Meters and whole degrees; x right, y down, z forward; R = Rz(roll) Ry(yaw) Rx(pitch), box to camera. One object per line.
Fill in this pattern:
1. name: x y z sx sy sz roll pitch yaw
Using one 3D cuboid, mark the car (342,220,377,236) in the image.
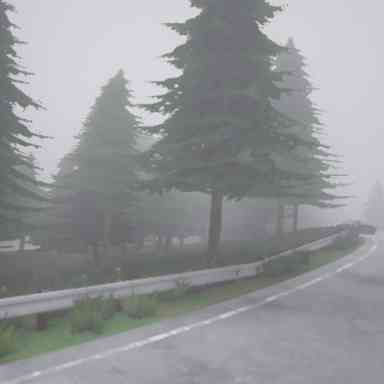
1. car: 14.309 3.123 29.111 1.895 1.301 4.718 3 -7 7
